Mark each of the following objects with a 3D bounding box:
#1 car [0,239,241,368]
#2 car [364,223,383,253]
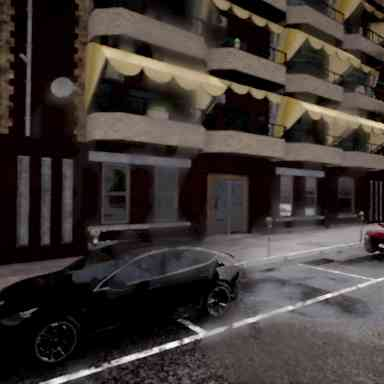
[{"bbox_3d":[-1.041,1.567,5.801,4.313,1.339,1.947,0,1,-35],"label":"car"},{"bbox_3d":[8.164,1.547,12.360,4.507,1.381,1.887,0,1,-35],"label":"car"}]
